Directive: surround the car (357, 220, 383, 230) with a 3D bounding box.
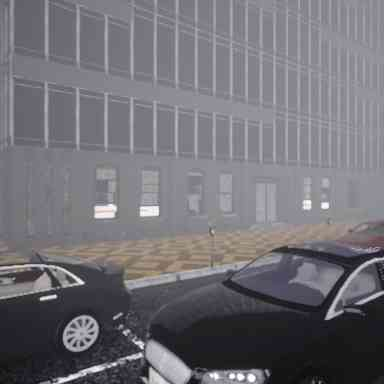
[{"bbox_3d":[6.277,1.622,11.050,4.206,1.307,1.802,0,0,-36],"label":"car"}]

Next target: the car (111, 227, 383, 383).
[{"bbox_3d":[1.696,1.505,4.468,4.902,1.511,2.128,0,0,-36],"label":"car"}]

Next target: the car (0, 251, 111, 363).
[{"bbox_3d":[-2.984,1.551,4.431,4.403,1.369,2.008,0,0,-36],"label":"car"}]
